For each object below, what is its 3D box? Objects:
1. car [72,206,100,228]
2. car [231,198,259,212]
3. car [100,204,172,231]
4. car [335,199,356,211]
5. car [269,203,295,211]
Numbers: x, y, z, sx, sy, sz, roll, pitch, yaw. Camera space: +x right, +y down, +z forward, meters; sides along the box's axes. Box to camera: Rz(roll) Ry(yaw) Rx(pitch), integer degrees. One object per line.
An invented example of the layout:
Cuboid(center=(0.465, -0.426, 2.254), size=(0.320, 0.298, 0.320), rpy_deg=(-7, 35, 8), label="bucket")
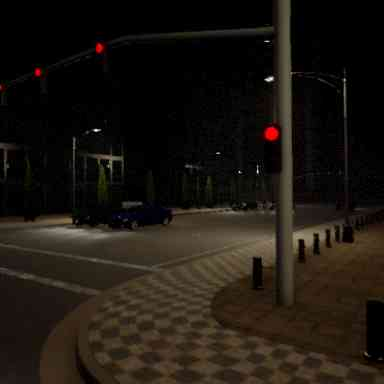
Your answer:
Cuboid(center=(-6.394, 1.720, 24.154), size=(1.812, 1.442, 4.674), rpy_deg=(-1, -1, 35), label="car")
Cuboid(center=(6.896, 1.587, 42.867), size=(2.097, 1.767, 4.553), rpy_deg=(-1, -1, 36), label="car")
Cuboid(center=(-3.387, 1.633, 22.381), size=(1.882, 1.535, 5.008), rpy_deg=(-1, 0, 35), label="car")
Cuboid(center=(19.715, 1.616, 42.643), size=(2.128, 1.511, 4.902), rpy_deg=(-1, -1, 35), label="car")
Cuboid(center=(11.938, 1.748, 43.893), size=(2.033, 1.411, 5.357), rpy_deg=(-1, -1, 36), label="car")
